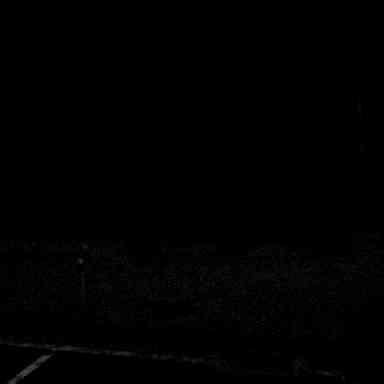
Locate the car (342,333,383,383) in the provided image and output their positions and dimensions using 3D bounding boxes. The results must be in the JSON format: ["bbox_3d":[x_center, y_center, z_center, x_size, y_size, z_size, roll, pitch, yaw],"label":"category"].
[{"bbox_3d":[3.430,1.483,2.303,4.403,1.369,2.008,-1,0,12],"label":"car"}]
